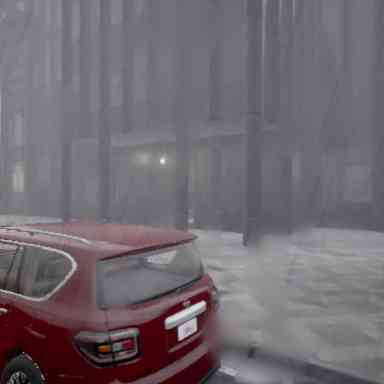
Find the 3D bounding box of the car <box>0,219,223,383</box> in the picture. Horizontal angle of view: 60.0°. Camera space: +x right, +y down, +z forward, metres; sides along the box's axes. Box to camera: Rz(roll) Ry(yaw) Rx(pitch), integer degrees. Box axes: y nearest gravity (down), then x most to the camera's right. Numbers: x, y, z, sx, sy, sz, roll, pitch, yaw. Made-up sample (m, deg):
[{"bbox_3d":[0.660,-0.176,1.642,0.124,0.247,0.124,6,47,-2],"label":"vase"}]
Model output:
[{"bbox_3d":[-1.985,1.299,4.376,5.009,1.841,2.192,0,0,36],"label":"car"}]
